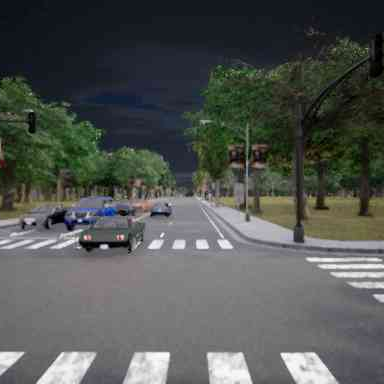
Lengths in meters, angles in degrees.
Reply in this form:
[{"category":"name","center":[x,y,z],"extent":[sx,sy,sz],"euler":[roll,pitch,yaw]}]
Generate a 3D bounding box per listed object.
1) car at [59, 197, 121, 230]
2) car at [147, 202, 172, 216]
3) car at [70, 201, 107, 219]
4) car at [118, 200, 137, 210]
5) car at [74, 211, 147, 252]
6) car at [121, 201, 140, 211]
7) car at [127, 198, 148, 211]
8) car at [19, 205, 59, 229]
[{"category":"car","center":[-6.607,1.366,22.375],"extent":[2.150,2.045,5.566],"euler":[0,0,0]},{"category":"car","center":[-3.171,1.794,34.930],"extent":[1.994,1.385,4.181],"euler":[0,0,0]},{"category":"car","center":[-9.860,1.700,32.141],"extent":[2.128,1.511,4.902],"euler":[0,0,0]},{"category":"car","center":[-9.817,1.904,51.043],"extent":[1.994,1.385,4.181],"euler":[0,0,1]},{"category":"car","center":[-3.160,1.692,14.219],"extent":[1.895,1.301,4.718],"euler":[0,0,0]},{"category":"car","center":[-6.609,1.811,32.181],"extent":[1.895,1.301,4.718],"euler":[0,0,0]},{"category":"car","center":[-6.566,1.633,42.430],"extent":[2.097,1.767,4.553],"euler":[0,0,1]},{"category":"car","center":[-9.849,1.637,22.715],"extent":[2.128,1.511,4.902],"euler":[0,0,2]}]
